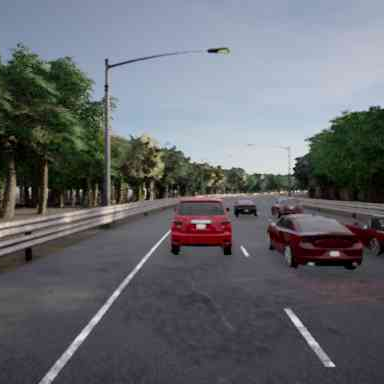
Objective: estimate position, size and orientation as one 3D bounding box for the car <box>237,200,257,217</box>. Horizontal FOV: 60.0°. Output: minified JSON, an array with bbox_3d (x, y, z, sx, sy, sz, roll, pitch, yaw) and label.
[{"bbox_3d":[4.946,1.451,31.282,1.882,1.535,5.008,0,0,5],"label":"car"}]

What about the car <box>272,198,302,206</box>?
[{"bbox_3d":[8.307,1.329,29.369,2.097,1.767,4.553,0,0,4],"label":"car"}]

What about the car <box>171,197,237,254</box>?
[{"bbox_3d":[0.395,1.208,13.546,2.150,2.045,5.566,0,0,2],"label":"car"}]

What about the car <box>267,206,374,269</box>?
[{"bbox_3d":[3.821,1.469,11.189,1.882,1.535,5.008,0,0,2],"label":"car"}]

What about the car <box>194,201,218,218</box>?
[{"bbox_3d":[1.359,1.535,30.309,1.994,1.385,4.181,0,0,4],"label":"car"}]

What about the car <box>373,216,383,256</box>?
[{"bbox_3d":[7.379,1.593,13.021,1.895,1.301,4.718,0,0,2],"label":"car"}]
